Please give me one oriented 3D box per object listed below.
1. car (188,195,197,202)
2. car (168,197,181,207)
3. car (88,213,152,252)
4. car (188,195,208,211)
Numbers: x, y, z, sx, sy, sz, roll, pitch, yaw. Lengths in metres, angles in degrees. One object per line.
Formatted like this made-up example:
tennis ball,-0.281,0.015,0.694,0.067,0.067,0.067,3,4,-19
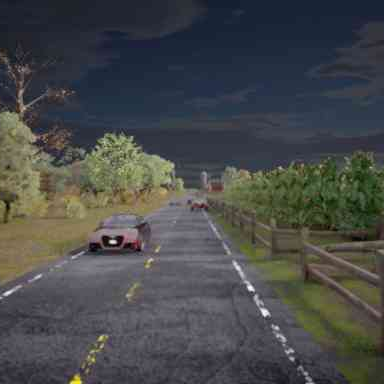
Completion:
car,0.048,1.472,73.695,1.837,1.490,4.892,0,0,0
car,-2.781,1.613,54.281,1.837,1.490,4.892,0,0,0
car,-2.841,1.603,13.893,1.994,1.385,4.181,0,0,0
car,0.927,1.447,42.612,2.097,1.767,4.553,0,0,1
